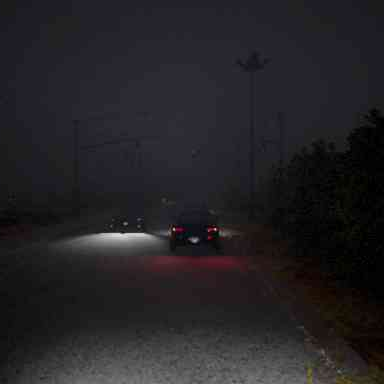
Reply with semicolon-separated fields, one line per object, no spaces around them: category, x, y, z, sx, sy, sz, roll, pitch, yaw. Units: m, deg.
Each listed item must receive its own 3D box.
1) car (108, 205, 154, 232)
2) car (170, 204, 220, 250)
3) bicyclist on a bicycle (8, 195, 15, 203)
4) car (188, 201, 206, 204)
car;-3.385;1.437;19.094;1.994;1.385;4.181;0;0;1
car;0.134;1.434;13.641;1.812;1.442;4.674;0;1;1
bicyclist on a bicycle;-22.381;1.147;41.324;0.582;1.620;1.656;0;0;3
car;0.426;1.418;27.351;1.895;1.301;4.718;0;0;3
